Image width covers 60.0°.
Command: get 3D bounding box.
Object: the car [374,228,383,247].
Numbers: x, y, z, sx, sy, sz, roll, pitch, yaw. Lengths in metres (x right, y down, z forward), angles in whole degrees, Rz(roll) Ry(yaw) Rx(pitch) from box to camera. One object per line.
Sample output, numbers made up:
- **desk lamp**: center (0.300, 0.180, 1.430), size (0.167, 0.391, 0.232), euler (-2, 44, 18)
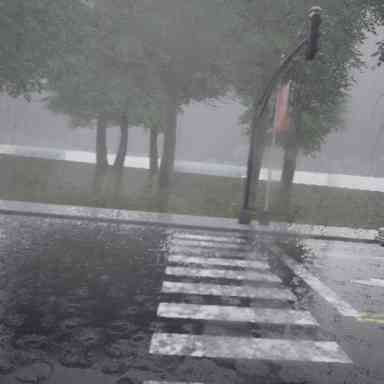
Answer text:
- **car**: center (8.540, 1.645, 10.599), size (4.718, 1.301, 1.895), euler (5, 3, -1)
